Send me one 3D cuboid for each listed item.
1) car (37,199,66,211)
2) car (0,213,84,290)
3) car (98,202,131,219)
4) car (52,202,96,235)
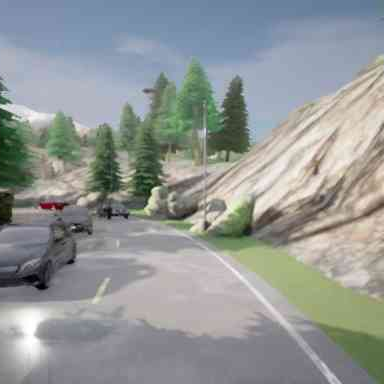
[{"bbox_3d":[-17.133,1.588,41.144,5.008,1.535,1.882,0,0,35],"label":"car"},{"bbox_3d":[-4.436,1.551,9.186,1.812,1.442,4.674,0,0,-8],"label":"car"},{"bbox_3d":[-7.039,1.626,29.805,2.033,1.411,5.357,0,0,-28],"label":"car"},{"bbox_3d":[-6.646,1.556,18.997,1.837,1.490,4.892,0,0,-18],"label":"car"}]
